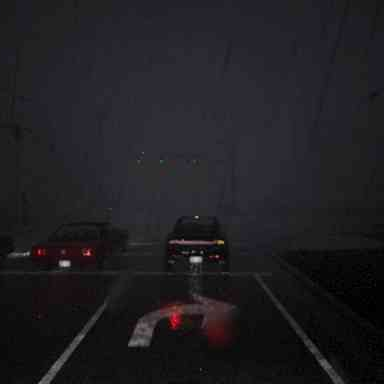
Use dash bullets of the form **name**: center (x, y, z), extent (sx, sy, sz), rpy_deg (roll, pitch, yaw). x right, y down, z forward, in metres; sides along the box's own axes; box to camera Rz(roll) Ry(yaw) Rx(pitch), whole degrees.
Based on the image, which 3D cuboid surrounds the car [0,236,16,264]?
- **car**: center (-6.911, 1.583, 8.856), extent (2.033, 1.411, 5.357), rpy_deg (0, 0, 0)

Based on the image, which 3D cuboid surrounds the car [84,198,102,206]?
- **car**: center (-18.506, 1.845, 62.281), extent (1.895, 1.301, 4.718), rpy_deg (0, 0, 0)

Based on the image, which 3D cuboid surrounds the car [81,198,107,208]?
- **car**: center (-15.073, 1.706, 51.400), extent (1.837, 1.490, 4.892), rpy_deg (0, 0, 0)

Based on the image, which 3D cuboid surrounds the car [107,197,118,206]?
- **car**: center (-15.006, 1.733, 61.700), extent (2.128, 1.511, 4.902), rpy_deg (0, 0, 0)

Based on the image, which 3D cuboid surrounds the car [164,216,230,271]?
- **car**: center (0.228, 1.537, 11.044), extent (2.128, 1.511, 4.902), rpy_deg (0, 0, 3)

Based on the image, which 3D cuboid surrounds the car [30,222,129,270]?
- **car**: center (-3.408, 1.645, 11.162), extent (1.895, 1.301, 4.718), rpy_deg (0, 0, 0)

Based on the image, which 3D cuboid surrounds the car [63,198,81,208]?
- **car**: center (-18.559, 1.729, 51.987), extent (1.812, 1.442, 4.674), rpy_deg (0, 0, 0)
